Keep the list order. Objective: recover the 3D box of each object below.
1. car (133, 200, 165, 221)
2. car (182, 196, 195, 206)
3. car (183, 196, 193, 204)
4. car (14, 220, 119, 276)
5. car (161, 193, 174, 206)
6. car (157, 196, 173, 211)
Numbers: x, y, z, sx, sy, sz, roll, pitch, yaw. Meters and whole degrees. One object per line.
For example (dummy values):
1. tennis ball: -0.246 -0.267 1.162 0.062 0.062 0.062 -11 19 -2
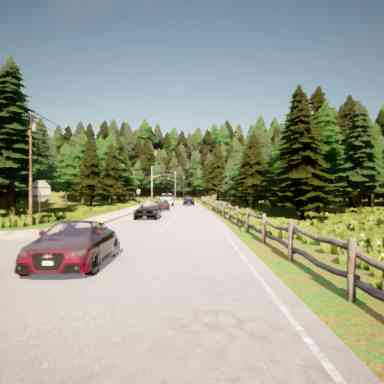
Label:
1. car: -3.574 1.599 27.257 1.895 1.301 4.718 0 0 0
2. car: -0.545 1.530 55.961 1.812 1.442 4.674 0 0 -1
3. car: -0.812 1.509 66.260 1.837 1.490 4.892 0 0 -1
4. car: -3.586 1.580 10.249 1.994 1.385 4.181 0 0 0
5. car: -4.043 1.227 53.456 2.150 2.045 5.566 0 0 -1
6. car: -3.718 1.567 40.297 1.994 1.385 4.181 0 0 -2
